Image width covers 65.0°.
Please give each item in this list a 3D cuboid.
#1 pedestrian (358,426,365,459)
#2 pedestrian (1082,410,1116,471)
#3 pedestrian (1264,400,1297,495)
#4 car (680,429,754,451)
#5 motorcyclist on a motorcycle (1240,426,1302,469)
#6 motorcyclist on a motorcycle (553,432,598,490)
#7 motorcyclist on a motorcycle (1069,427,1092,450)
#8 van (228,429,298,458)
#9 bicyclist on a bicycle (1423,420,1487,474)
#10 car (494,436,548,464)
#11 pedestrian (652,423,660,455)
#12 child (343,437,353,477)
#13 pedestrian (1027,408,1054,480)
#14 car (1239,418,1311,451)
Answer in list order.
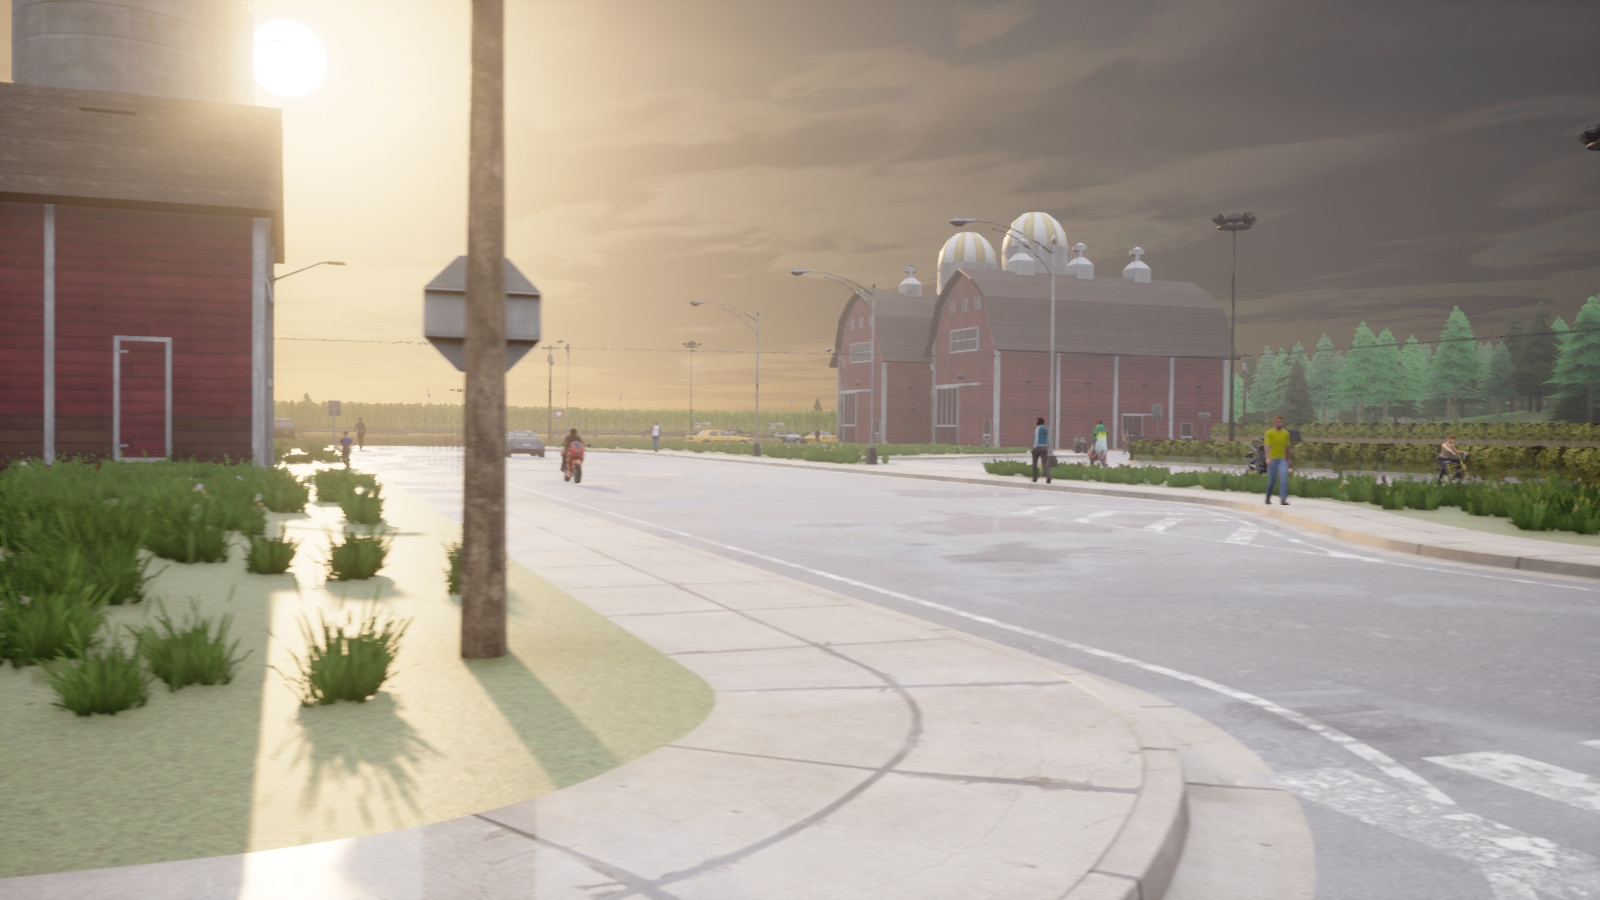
[{"bbox_3d":[-24.234,-0.413,69.364,0.328,1.805,0.869,-1,1,-18],"label":"pedestrian"},{"bbox_3d":[9.675,-0.318,40.678,0.659,1.952,0.873,-1,1,-23],"label":"pedestrian"},{"bbox_3d":[9.433,-0.050,24.644,0.354,1.836,0.706,-1,1,-2],"label":"pedestrian"},{"bbox_3d":[-6.445,-0.782,97.653,5.366,1.575,1.801,-1,1,-21],"label":"car"},{"bbox_3d":[17.158,-0.097,45.770,0.866,1.530,2.191,-1,1,-21],"label":"motorcyclist on a motorcycle"},{"bbox_3d":[-6.170,0.288,34.365,0.797,1.523,2.044,-1,1,-22],"label":"motorcyclist on a motorcycle"},{"bbox_3d":[19.693,-0.817,88.191,0.866,1.530,2.191,-1,1,-7],"label":"motorcyclist on a motorcycle"},{"bbox_3d":[-38.132,-0.489,89.239,4.442,1.987,1.775,-1,1,-21],"label":"van"},{"bbox_3d":[20.068,-0.109,38.510,0.866,1.612,1.509,-1,1,-25],"label":"bicyclist on a bicycle"},{"bbox_3d":[-14.247,-0.025,63.973,1.994,1.385,4.181,-1,1,-22],"label":"car"},{"bbox_3d":[-8.177,-0.618,71.261,0.354,1.836,0.706,-1,1,-14],"label":"pedestrian"},{"bbox_3d":[-14.439,0.233,40.091,0.270,1.263,0.437,-1,1,-17],"label":"child"},{"bbox_3d":[6.511,-0.169,33.949,0.396,1.930,0.692,-1,1,-21],"label":"pedestrian"},{"bbox_3d":[28.231,-0.928,74.785,1.905,1.878,3.866,-1,1,-21],"label":"car"}]
